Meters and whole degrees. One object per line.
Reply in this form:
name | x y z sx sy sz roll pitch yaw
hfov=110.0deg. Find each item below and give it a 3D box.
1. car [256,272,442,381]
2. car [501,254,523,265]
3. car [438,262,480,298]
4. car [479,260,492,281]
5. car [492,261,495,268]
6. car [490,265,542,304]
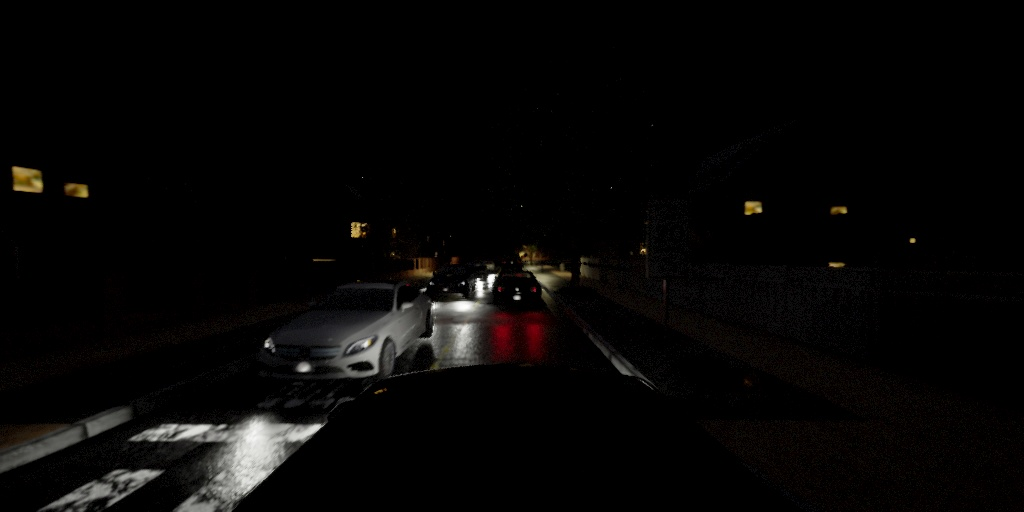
car | -2.849 1.232 7.232 1.812 1.442 4.674 0 0 0
car | 0.001 0.748 39.225 2.150 2.045 5.566 0 1 0
car | -2.844 1.164 17.711 1.812 1.442 4.674 0 0 0
car | -2.845 1.139 27.829 1.994 1.385 4.181 0 0 0
car | -2.814 1.121 38.154 1.895 1.301 4.718 0 0 0
car | 0.157 1.261 15.647 1.895 1.301 4.718 0 0 -1
